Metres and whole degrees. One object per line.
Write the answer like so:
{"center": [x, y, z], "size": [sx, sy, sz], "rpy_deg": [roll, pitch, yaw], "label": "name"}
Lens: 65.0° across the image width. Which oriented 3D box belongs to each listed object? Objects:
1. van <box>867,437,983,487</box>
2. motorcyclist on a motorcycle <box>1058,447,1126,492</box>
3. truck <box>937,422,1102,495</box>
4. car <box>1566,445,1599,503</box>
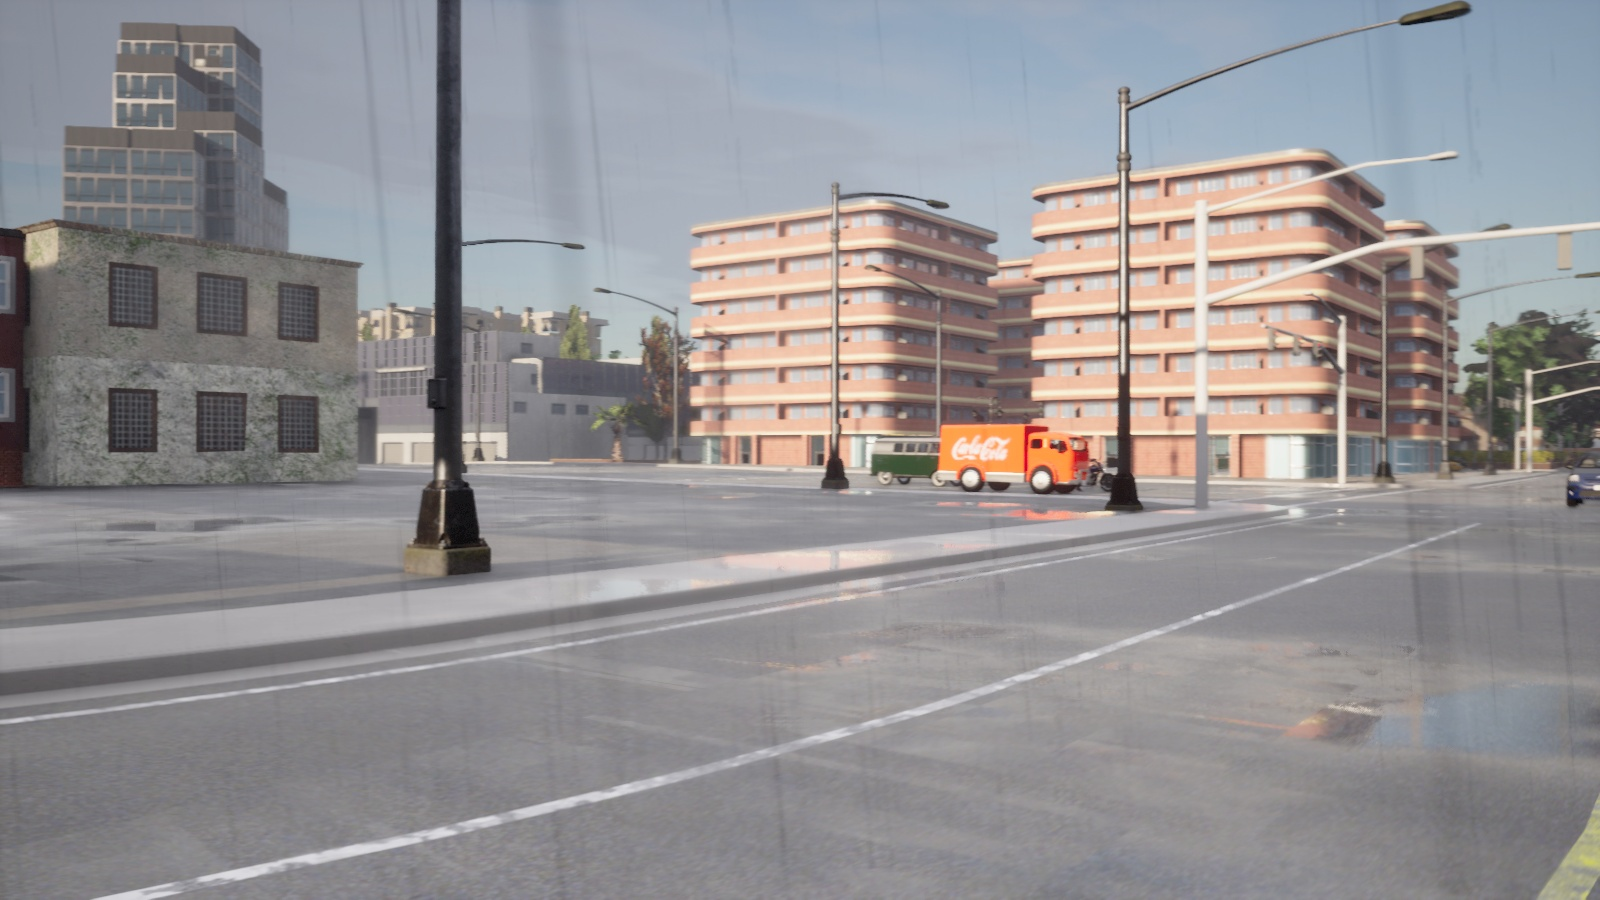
{"center": [5.118, 0.459, 51.586], "size": [4.442, 1.987, 1.775], "rpy_deg": [1, 0, 36], "label": "van"}
{"center": [10.955, 0.719, 47.203], "size": [2.350, 1.649, 0.766], "rpy_deg": [1, 0, 35], "label": "motorcyclist on a motorcycle"}
{"center": [7.874, 0.270, 45.201], "size": [5.204, 2.467, 2.627], "rpy_deg": [1, 0, 36], "label": "truck"}
{"center": [23.456, 0.674, 36.429], "size": [1.851, 1.617, 3.988], "rpy_deg": [0, 0, 35], "label": "car"}
